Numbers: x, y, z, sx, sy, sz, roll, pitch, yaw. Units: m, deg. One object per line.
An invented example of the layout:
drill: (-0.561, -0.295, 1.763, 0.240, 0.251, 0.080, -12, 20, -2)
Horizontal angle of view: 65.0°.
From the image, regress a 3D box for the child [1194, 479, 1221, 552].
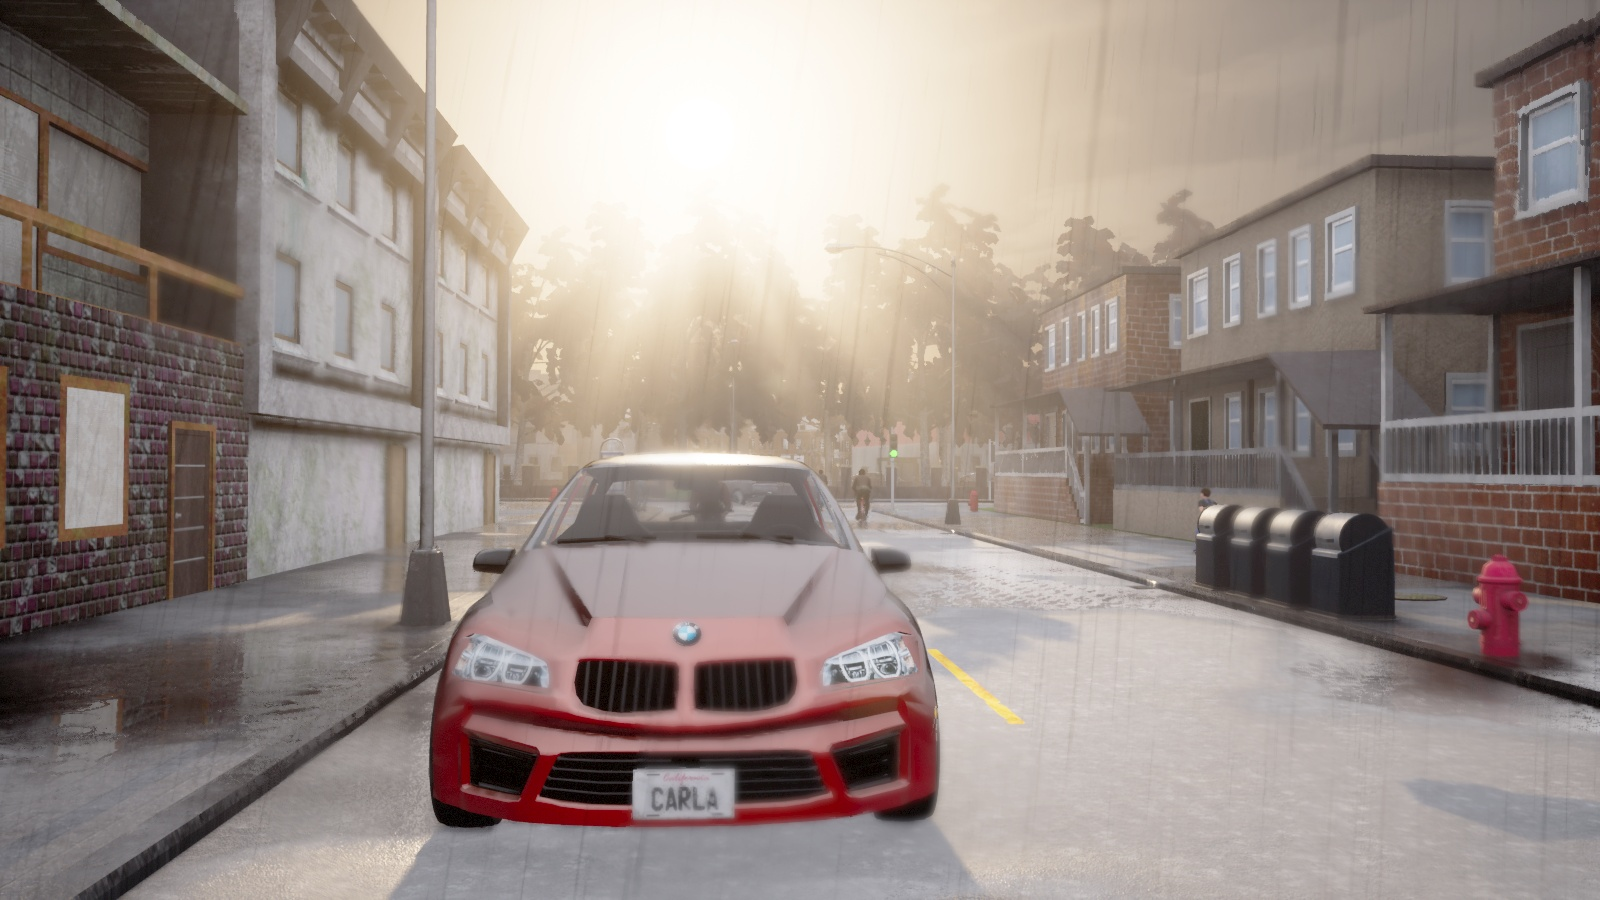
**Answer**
child: (7.145, 1.145, 22.025, 0.270, 1.263, 0.437, 0, -1, -8)

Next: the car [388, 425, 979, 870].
car: (-0.578, 0.780, 7.099, 2.242, 1.667, 4.611, 0, -1, -4)
